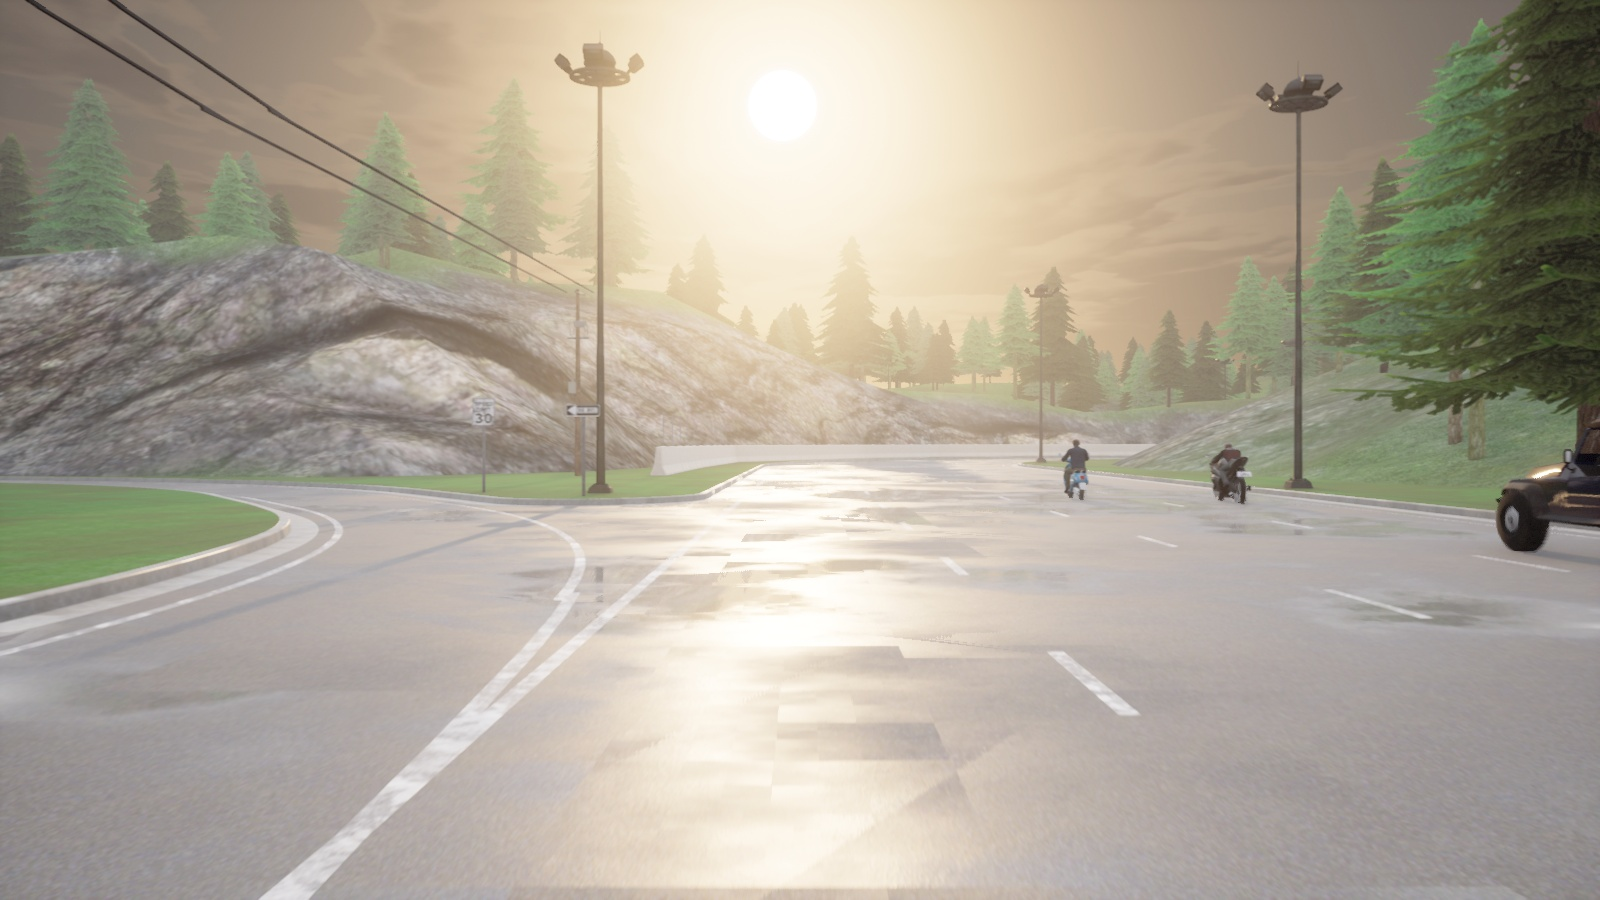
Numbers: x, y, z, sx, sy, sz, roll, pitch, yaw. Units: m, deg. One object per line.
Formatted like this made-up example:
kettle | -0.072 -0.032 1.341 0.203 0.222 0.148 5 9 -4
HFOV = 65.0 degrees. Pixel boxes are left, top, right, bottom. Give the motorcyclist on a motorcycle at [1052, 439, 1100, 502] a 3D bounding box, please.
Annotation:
motorcyclist on a motorcycle | 7.213 0.519 32.915 0.866 1.590 1.817 0 0 0

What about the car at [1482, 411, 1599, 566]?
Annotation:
car | 10.611 0.461 15.868 1.905 1.878 3.866 0 0 0

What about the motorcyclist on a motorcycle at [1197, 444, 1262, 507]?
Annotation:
motorcyclist on a motorcycle | 10.704 0.612 31.384 0.866 1.530 2.191 0 0 0
